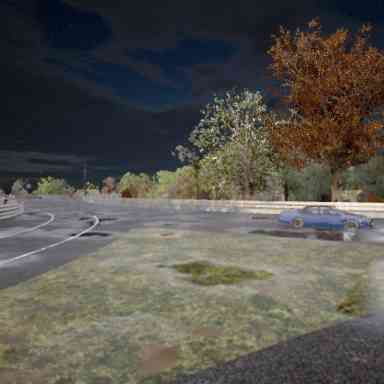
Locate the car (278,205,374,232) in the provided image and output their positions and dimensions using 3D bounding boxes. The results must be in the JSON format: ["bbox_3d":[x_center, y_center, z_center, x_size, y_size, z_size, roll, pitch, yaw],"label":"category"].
[{"bbox_3d":[8.043,1.537,20.302,5.357,1.411,2.033,0,0,32],"label":"car"}]
